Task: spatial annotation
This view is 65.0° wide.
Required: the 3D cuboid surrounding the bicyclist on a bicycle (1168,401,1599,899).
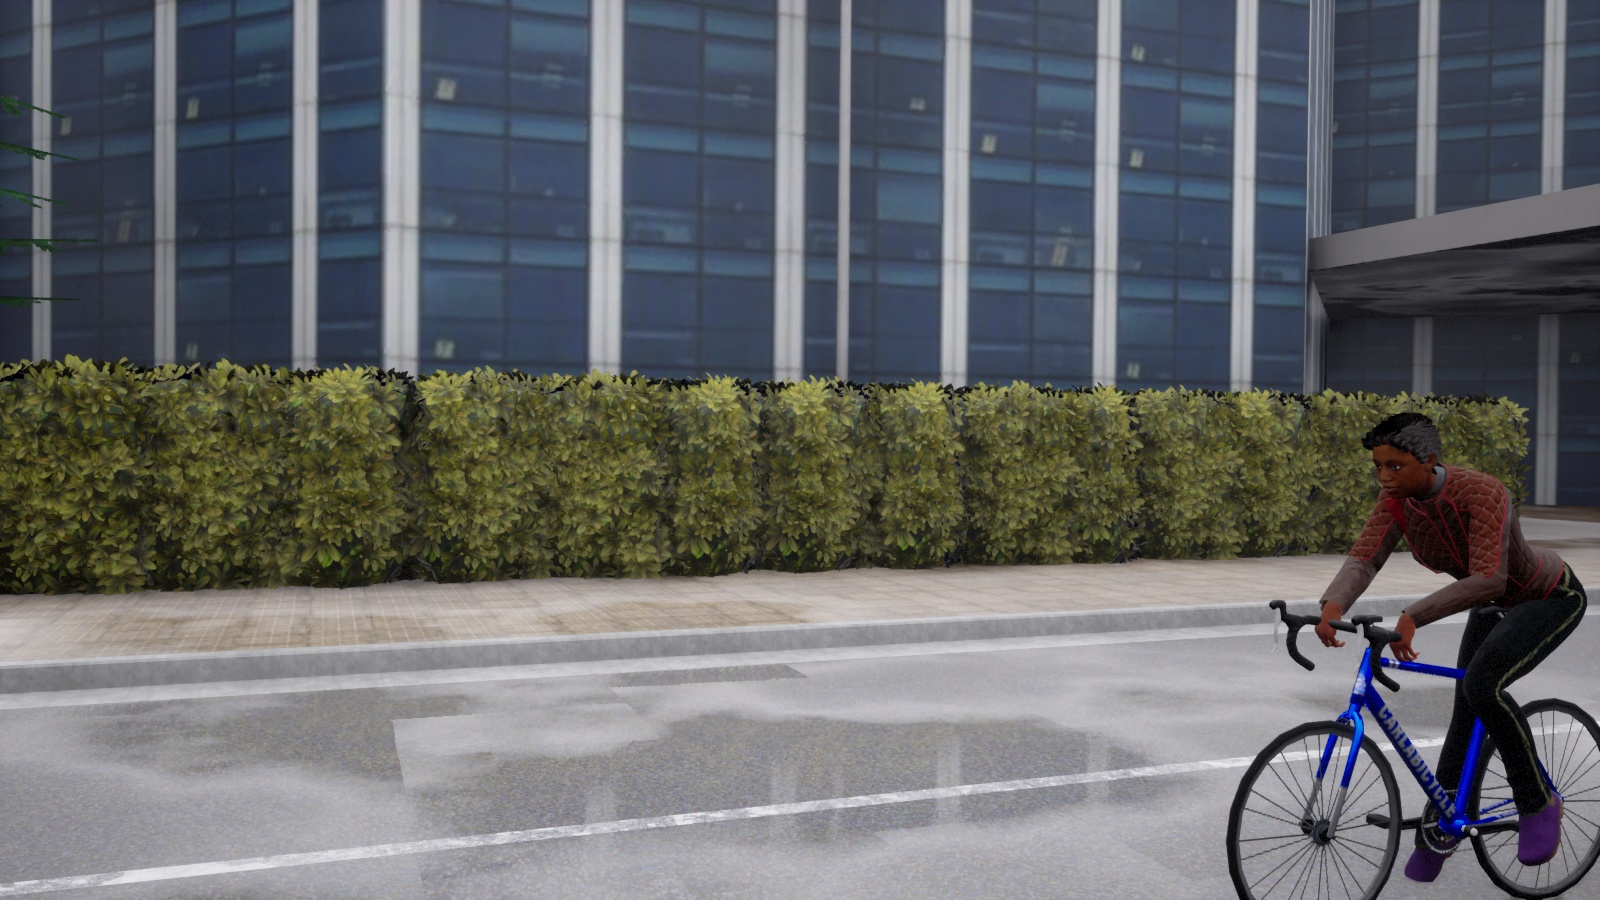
[{"bbox_3d":[2.059,0.663,4.021,1.656,1.620,0.582,-1,1,-21],"label":"bicyclist on a bicycle"}]
